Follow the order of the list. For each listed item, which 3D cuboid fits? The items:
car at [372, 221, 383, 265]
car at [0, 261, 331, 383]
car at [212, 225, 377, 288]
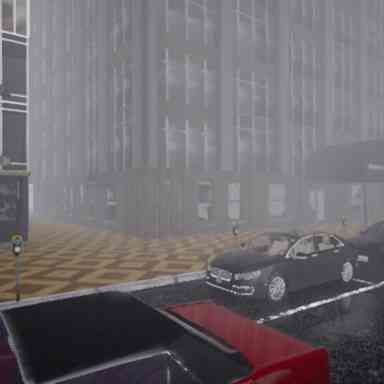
[{"bbox_3d":[7.001,1.674,11.423,4.313,1.339,1.947,1,-1,-35],"label":"car"},{"bbox_3d":[-1.154,1.610,2.403,4.718,1.301,1.895,1,0,-35],"label":"car"},{"bbox_3d":[2.348,1.615,8.159,4.403,1.369,2.008,1,-1,-35],"label":"car"}]
